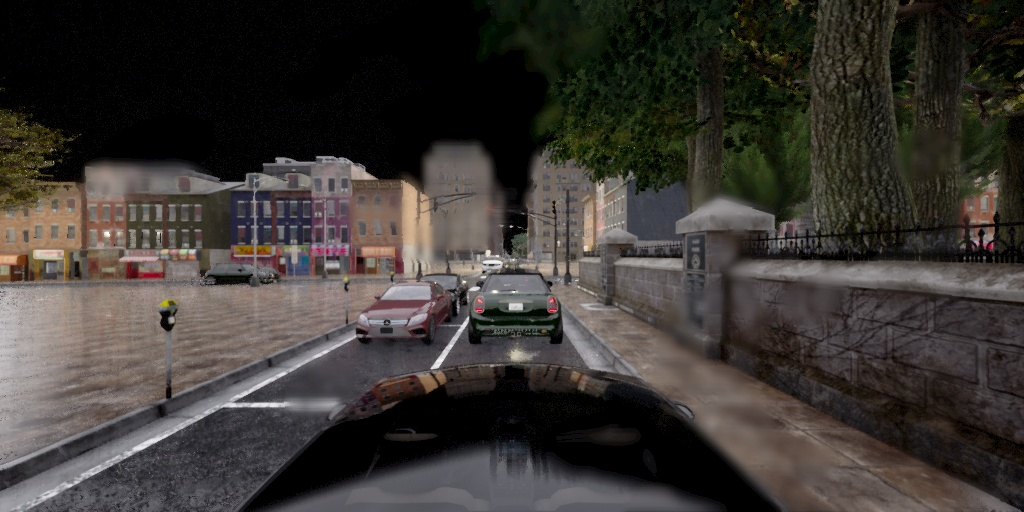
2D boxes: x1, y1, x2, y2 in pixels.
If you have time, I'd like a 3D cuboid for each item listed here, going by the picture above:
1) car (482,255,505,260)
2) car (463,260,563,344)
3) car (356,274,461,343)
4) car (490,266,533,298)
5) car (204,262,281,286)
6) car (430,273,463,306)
[{"bbox_3d":[-2.280,0.956,41.792,2.150,2.045,5.566,0,0,0],"label":"car"},{"bbox_3d":[0.073,1.100,9.752,2.097,1.767,4.553,0,0,0],"label":"car"},{"bbox_3d":[-2.638,1.330,9.637,1.802,1.307,4.207,0,0,0],"label":"car"},{"bbox_3d":[-0.144,1.310,19.196,1.994,1.385,4.181,0,0,-5],"label":"car"},{"bbox_3d":[-19.552,1.297,26.181,4.553,1.767,2.097,-1,0,0],"label":"car"},{"bbox_3d":[-2.638,1.313,13.299,1.948,1.339,4.313,0,0,0],"label":"car"}]
